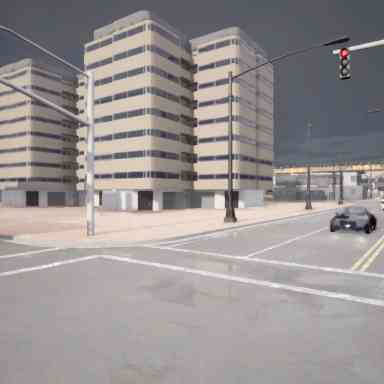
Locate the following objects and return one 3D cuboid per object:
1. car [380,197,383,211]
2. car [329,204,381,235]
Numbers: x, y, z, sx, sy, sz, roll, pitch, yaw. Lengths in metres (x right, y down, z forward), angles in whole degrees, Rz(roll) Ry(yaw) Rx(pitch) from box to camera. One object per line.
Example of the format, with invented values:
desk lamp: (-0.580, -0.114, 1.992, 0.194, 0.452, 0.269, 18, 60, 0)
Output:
car: (24.057, 1.195, 39.873, 2.150, 2.045, 5.566, 0, 0, 35)
car: (9.231, 1.569, 18.915, 1.994, 1.385, 4.181, 0, 0, 35)
